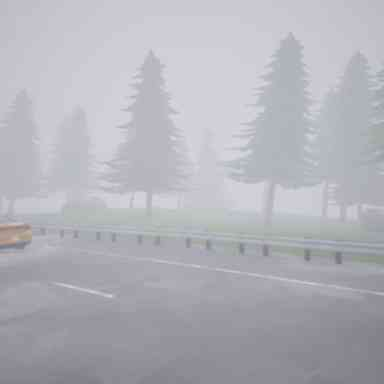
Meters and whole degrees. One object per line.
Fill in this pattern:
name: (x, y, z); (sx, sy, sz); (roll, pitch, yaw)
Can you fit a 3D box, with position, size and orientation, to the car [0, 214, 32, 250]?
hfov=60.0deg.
car: (-8.645, 1.558, 13.373); (5.008, 1.535, 1.882); (0, 0, 29)
